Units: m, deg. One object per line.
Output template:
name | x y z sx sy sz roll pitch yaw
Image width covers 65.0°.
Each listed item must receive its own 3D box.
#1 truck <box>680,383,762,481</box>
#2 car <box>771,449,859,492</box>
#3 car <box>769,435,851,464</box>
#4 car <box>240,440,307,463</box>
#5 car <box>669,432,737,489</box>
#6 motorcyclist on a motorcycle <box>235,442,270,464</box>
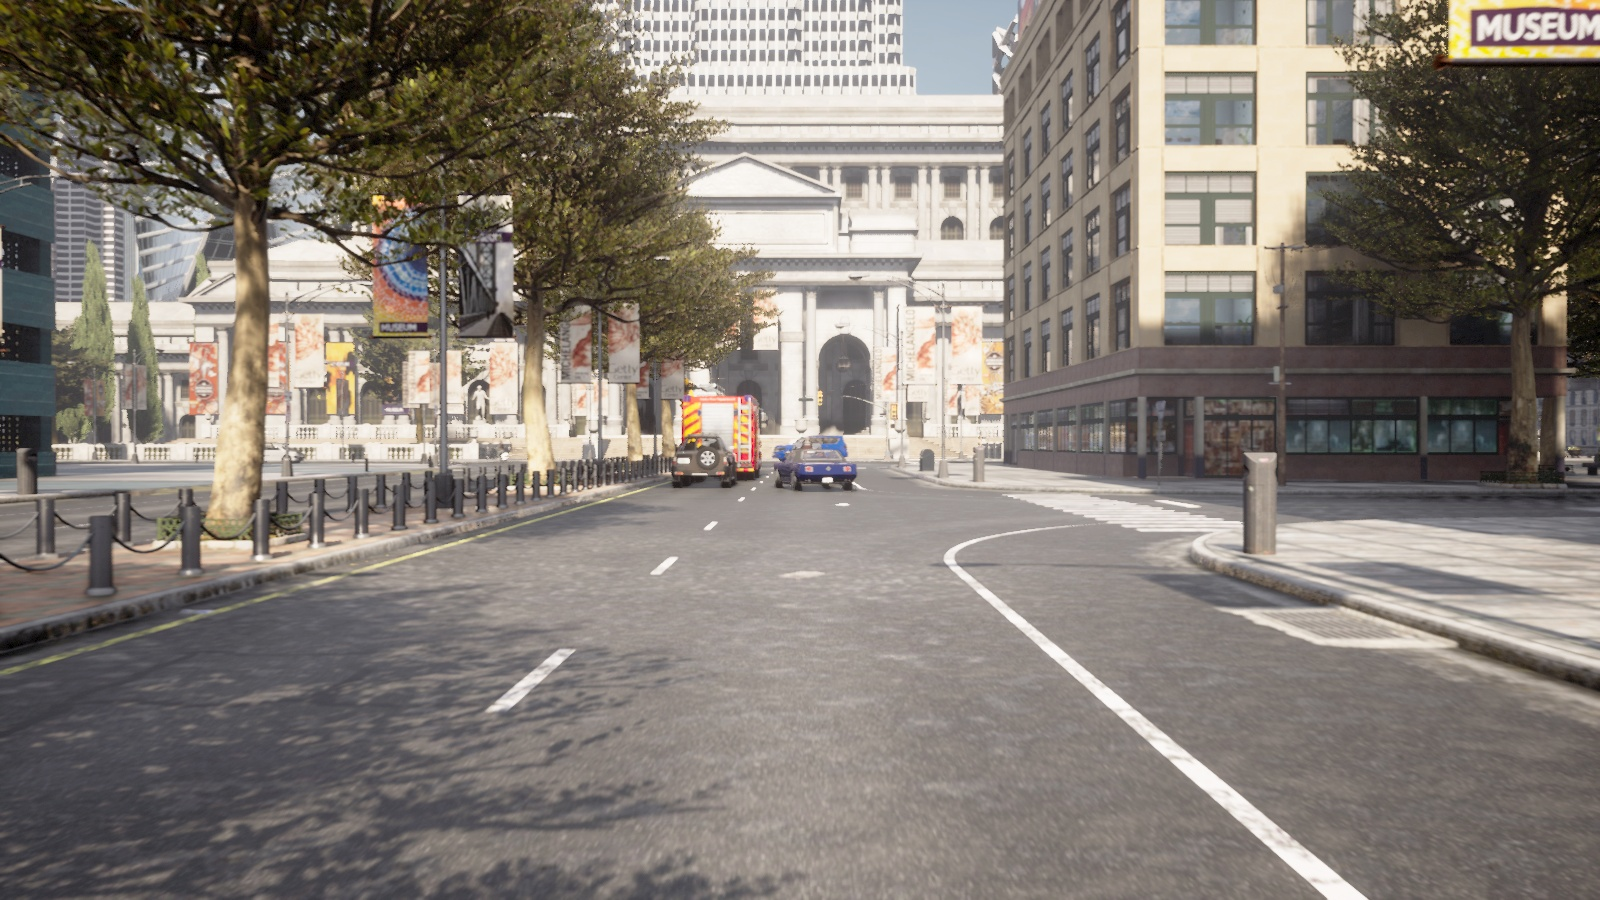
truck | -3.184 -0.719 52.930 2.891 3.827 8.468 0 0 0
car | 0.403 0.619 40.485 1.895 1.301 4.718 0 0 -11
car | 0.719 -0.050 91.603 5.566 2.045 2.150 0 0 -15
car | -37.613 0.109 89.750 3.988 1.617 1.851 0 0 0
car | -3.242 0.319 42.929 1.932 1.855 4.605 0 0 1
motorcyclist on a motorcycle | -37.608 0.212 86.251 2.044 1.523 0.797 0 0 0
